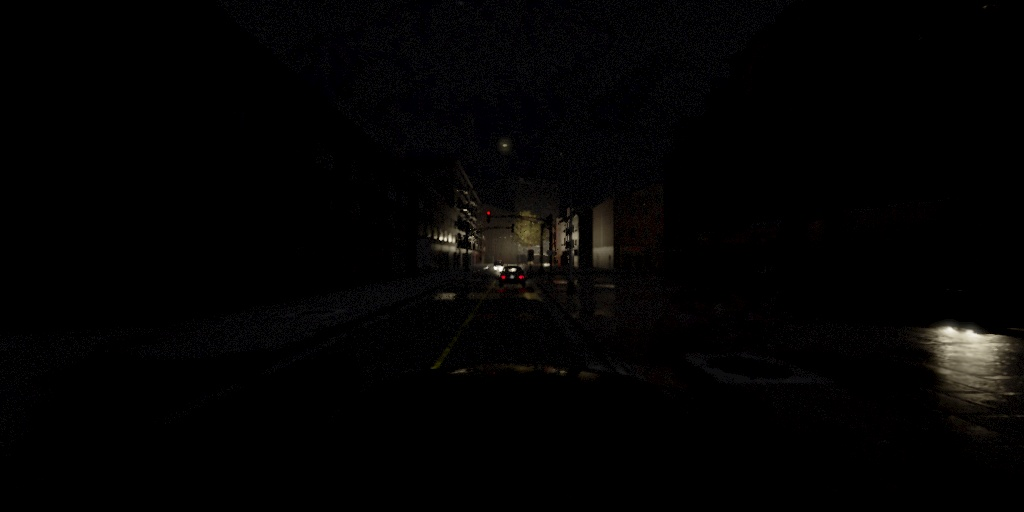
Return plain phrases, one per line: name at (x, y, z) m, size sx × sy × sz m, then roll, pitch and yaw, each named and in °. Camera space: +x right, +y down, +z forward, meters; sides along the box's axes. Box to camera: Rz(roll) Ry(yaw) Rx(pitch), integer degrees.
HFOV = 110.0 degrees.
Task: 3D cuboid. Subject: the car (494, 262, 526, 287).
car at (0.023, 1.394, 25.407) m, size 2.033 × 1.411 × 5.357 m, roll 0°, pitch 0°, yaw 0°
